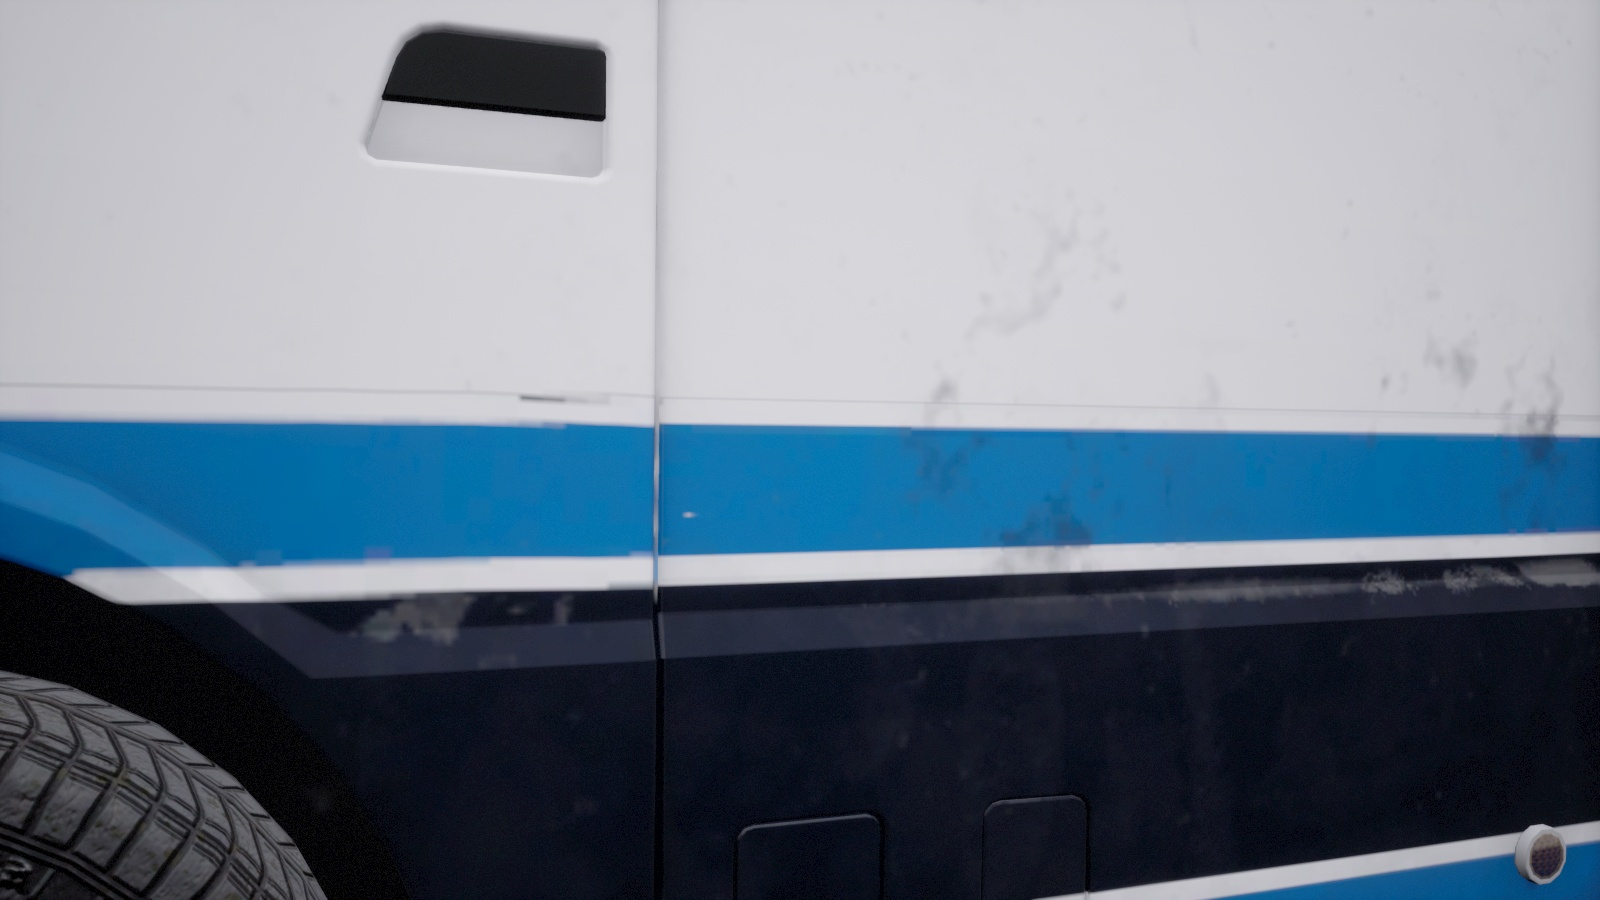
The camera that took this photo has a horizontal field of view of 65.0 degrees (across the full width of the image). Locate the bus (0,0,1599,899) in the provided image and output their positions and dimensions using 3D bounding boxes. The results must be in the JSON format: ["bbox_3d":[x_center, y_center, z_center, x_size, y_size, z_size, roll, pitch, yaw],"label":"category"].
[{"bbox_3d":[1.219,-0.652,3.684,10.273,4.253,3.944,-1,1,-21],"label":"bus"}]
